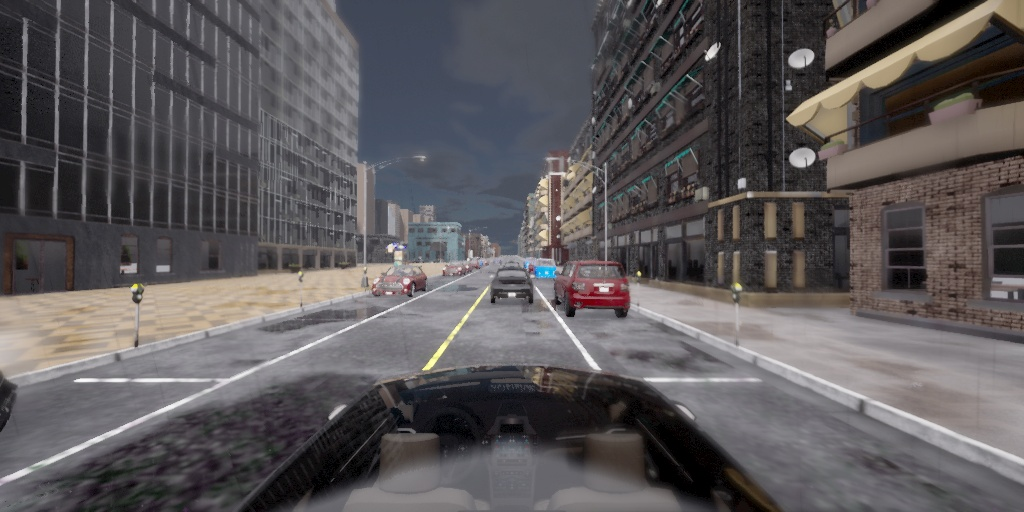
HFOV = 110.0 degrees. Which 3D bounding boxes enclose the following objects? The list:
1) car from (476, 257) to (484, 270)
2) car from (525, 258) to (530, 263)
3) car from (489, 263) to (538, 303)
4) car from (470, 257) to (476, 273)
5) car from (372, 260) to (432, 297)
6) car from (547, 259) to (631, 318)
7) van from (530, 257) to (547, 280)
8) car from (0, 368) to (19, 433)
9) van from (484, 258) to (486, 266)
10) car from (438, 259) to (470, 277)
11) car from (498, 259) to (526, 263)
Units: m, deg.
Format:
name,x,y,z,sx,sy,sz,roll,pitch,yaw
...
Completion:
name,x,y,z,sx,sy,sz,roll,pitch,yaw
car,-5.656,1.279,52.412,1.888,1.381,4.507,0,0,0
car,2.692,1.288,41.154,1.888,1.381,4.507,0,0,0
car,0.000,1.267,16.499,1.837,1.490,4.892,0,0,0
car,-5.657,1.182,41.121,1.967,1.591,4.097,0,0,0
car,-5.693,1.190,18.536,1.967,1.591,4.097,0,0,0
car,2.691,1.064,12.920,2.192,1.841,5.009,0,0,0
van,2.691,1.089,29.859,1.690,1.789,3.998,0,0,0
car,-5.690,1.298,1.599,2.007,1.370,4.403,0,0,0
van,-5.657,1.068,58.058,1.690,1.789,3.998,0,0,0
car,-5.662,1.186,35.474,1.967,1.591,4.097,0,0,0
car,0.000,1.265,31.500,1.837,1.490,4.892,0,0,0
